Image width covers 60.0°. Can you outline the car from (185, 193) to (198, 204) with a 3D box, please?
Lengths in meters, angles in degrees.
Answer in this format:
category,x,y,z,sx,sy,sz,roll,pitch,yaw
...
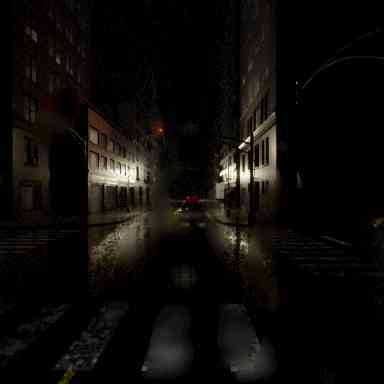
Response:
category,x,y,z,sx,sy,sz,roll,pitch,yaw
car,-0.045,1.179,60.453,2.150,2.045,5.566,0,0,0

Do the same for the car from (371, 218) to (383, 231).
category,x,y,z,sx,sy,sz,roll,pitch,yaw
car,12.380,1.513,18.047,4.829,1.417,1.752,0,0,0
